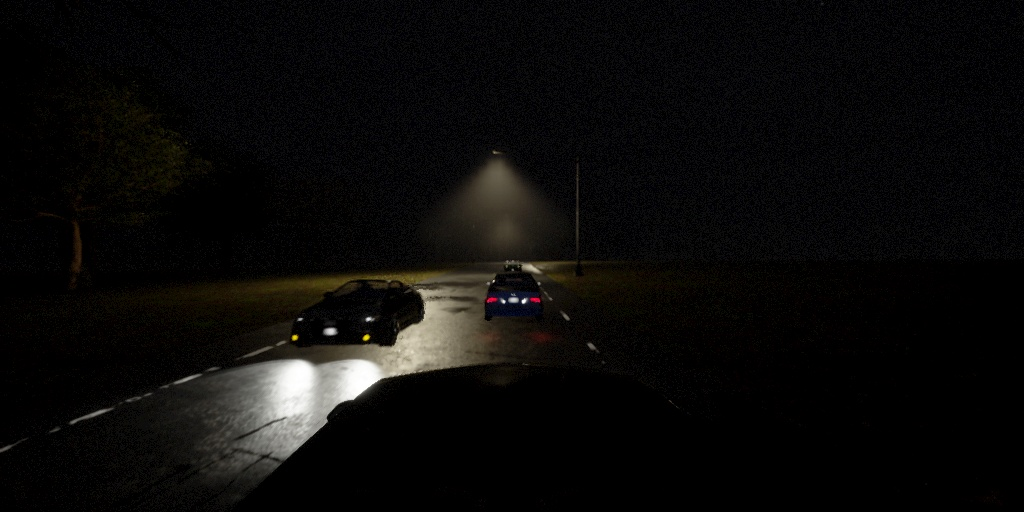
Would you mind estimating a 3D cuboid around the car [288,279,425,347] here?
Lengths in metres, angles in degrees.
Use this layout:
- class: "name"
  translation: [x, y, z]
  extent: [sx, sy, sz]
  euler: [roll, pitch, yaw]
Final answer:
- class: "car"
  translation: [-3.590, 1.294, 9.077]
  extent: [1.994, 1.385, 4.181]
  euler: [0, 0, 0]

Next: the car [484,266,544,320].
- class: "car"
  translation: [0.058, 1.260, 12.478]
  extent: [2.033, 1.411, 5.357]
  euler: [0, 0, 0]

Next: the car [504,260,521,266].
- class: "car"
  translation: [0.071, 1.128, 39.665]
  extent: [1.895, 1.301, 4.718]
  euler: [0, 0, 0]
